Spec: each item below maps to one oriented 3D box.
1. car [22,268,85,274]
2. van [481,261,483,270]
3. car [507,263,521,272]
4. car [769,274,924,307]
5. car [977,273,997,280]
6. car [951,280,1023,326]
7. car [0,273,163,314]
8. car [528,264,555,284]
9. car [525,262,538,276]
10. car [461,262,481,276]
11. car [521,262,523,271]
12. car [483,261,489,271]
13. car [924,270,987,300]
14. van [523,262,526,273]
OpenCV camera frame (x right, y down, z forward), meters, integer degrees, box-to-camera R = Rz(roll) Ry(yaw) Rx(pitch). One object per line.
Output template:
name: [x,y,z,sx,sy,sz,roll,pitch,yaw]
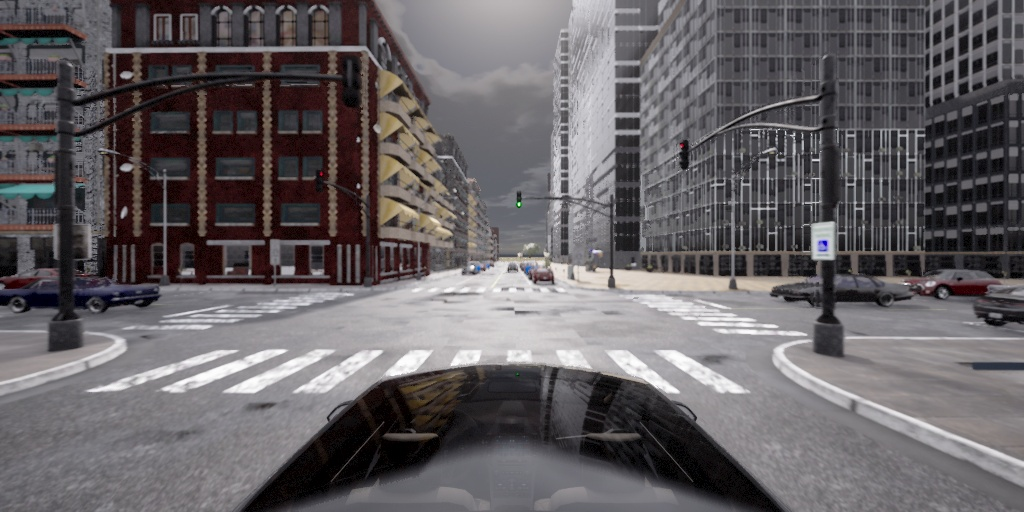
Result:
car: [-25.847,1.352,19.977,4.507,1.381,1.888,0,0,1]
van: [-5.664,1.724,53.621,1.690,1.789,3.998,0,0,0]
car: [0.132,2.077,61.712,1.895,1.301,4.718,0,-1,0]
car: [15.195,1.542,16.696,5.357,1.411,2.033,0,0,1]
car: [25.222,1.640,16.545,4.718,1.301,1.895,0,0,1]
car: [16.719,1.566,10.753,4.403,1.370,2.007,0,0,1]
car: [-16.669,1.462,13.947,4.718,1.301,1.895,0,0,1]
car: [2.672,1.661,31.068,1.888,1.381,4.507,0,0,0]
car: [2.675,1.623,36.713,1.967,1.591,4.097,0,0,0]
car: [-5.666,1.883,47.976,1.948,1.339,4.313,0,0,0]
car: [2.684,1.928,53.650,1.888,1.381,4.507,0,0,0]
car: [-5.658,2.057,64.912,1.888,1.381,4.507,0,0,0]
car: [23.382,1.464,19.297,4.097,1.591,1.967,0,0,1]
van: [2.682,1.658,48.004,1.690,1.789,3.998,0,0,0]
